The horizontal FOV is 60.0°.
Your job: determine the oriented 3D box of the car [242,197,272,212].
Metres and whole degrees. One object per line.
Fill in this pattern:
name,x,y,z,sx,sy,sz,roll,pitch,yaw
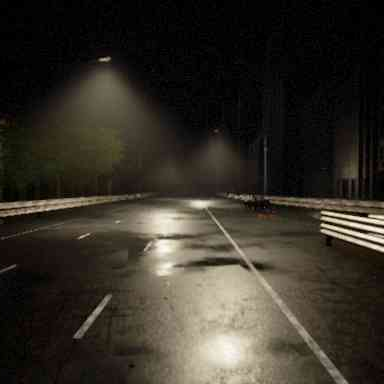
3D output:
car,6.875,1.293,35.649,2.128,1.511,4.902,0,0,-10
